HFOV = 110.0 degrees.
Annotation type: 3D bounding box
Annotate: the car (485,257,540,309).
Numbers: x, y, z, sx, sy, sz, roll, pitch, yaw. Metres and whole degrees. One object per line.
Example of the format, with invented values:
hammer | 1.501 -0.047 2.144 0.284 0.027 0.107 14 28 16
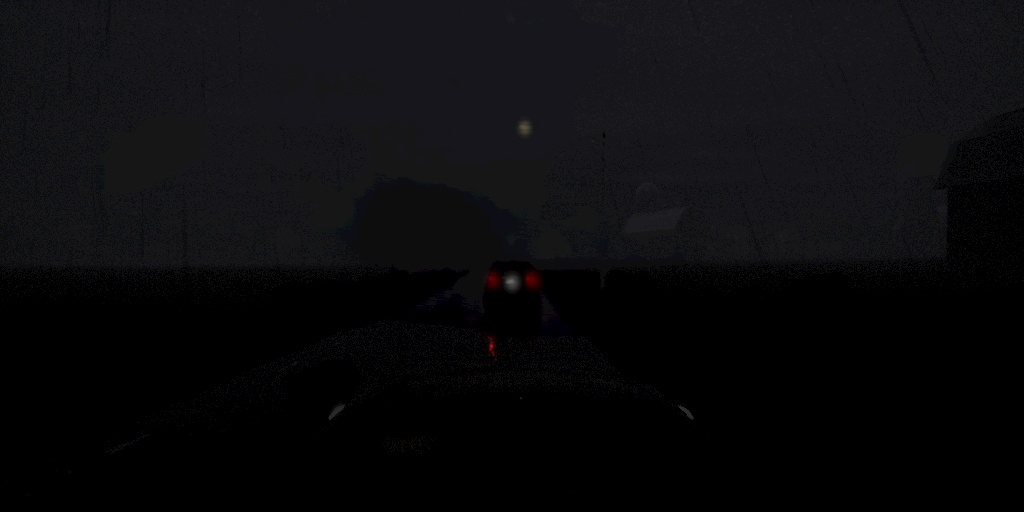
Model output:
car | 0.010 1.086 15.875 2.150 2.045 5.566 0 0 0
